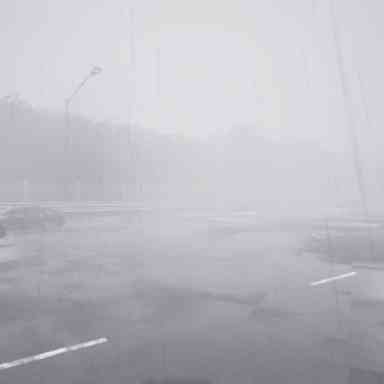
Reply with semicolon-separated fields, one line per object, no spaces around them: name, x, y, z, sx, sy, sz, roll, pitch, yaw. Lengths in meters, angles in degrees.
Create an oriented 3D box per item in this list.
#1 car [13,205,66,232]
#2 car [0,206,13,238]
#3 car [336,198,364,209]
car;-9.608;1.512;18.480;4.892;1.490;1.837;0;0;-36
car;-10.370;1.477;13.572;5.008;1.535;1.882;0;0;-36
car;21.866;1.532;45.945;4.892;1.490;1.837;3;-1;-36
